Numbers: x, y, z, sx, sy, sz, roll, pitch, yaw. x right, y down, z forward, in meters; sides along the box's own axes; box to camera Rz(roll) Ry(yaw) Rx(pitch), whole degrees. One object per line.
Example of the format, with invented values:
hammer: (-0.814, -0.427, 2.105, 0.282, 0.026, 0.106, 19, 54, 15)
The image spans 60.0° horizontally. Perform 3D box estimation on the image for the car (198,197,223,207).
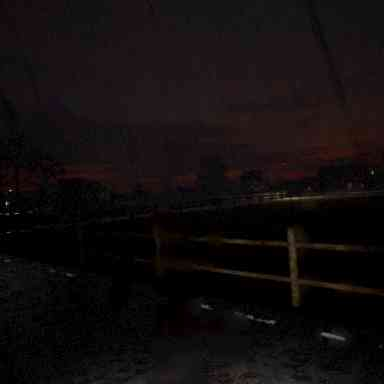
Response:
car: (2.974, 1.543, 52.585, 1.837, 1.490, 4.892, -3, 0, 42)
